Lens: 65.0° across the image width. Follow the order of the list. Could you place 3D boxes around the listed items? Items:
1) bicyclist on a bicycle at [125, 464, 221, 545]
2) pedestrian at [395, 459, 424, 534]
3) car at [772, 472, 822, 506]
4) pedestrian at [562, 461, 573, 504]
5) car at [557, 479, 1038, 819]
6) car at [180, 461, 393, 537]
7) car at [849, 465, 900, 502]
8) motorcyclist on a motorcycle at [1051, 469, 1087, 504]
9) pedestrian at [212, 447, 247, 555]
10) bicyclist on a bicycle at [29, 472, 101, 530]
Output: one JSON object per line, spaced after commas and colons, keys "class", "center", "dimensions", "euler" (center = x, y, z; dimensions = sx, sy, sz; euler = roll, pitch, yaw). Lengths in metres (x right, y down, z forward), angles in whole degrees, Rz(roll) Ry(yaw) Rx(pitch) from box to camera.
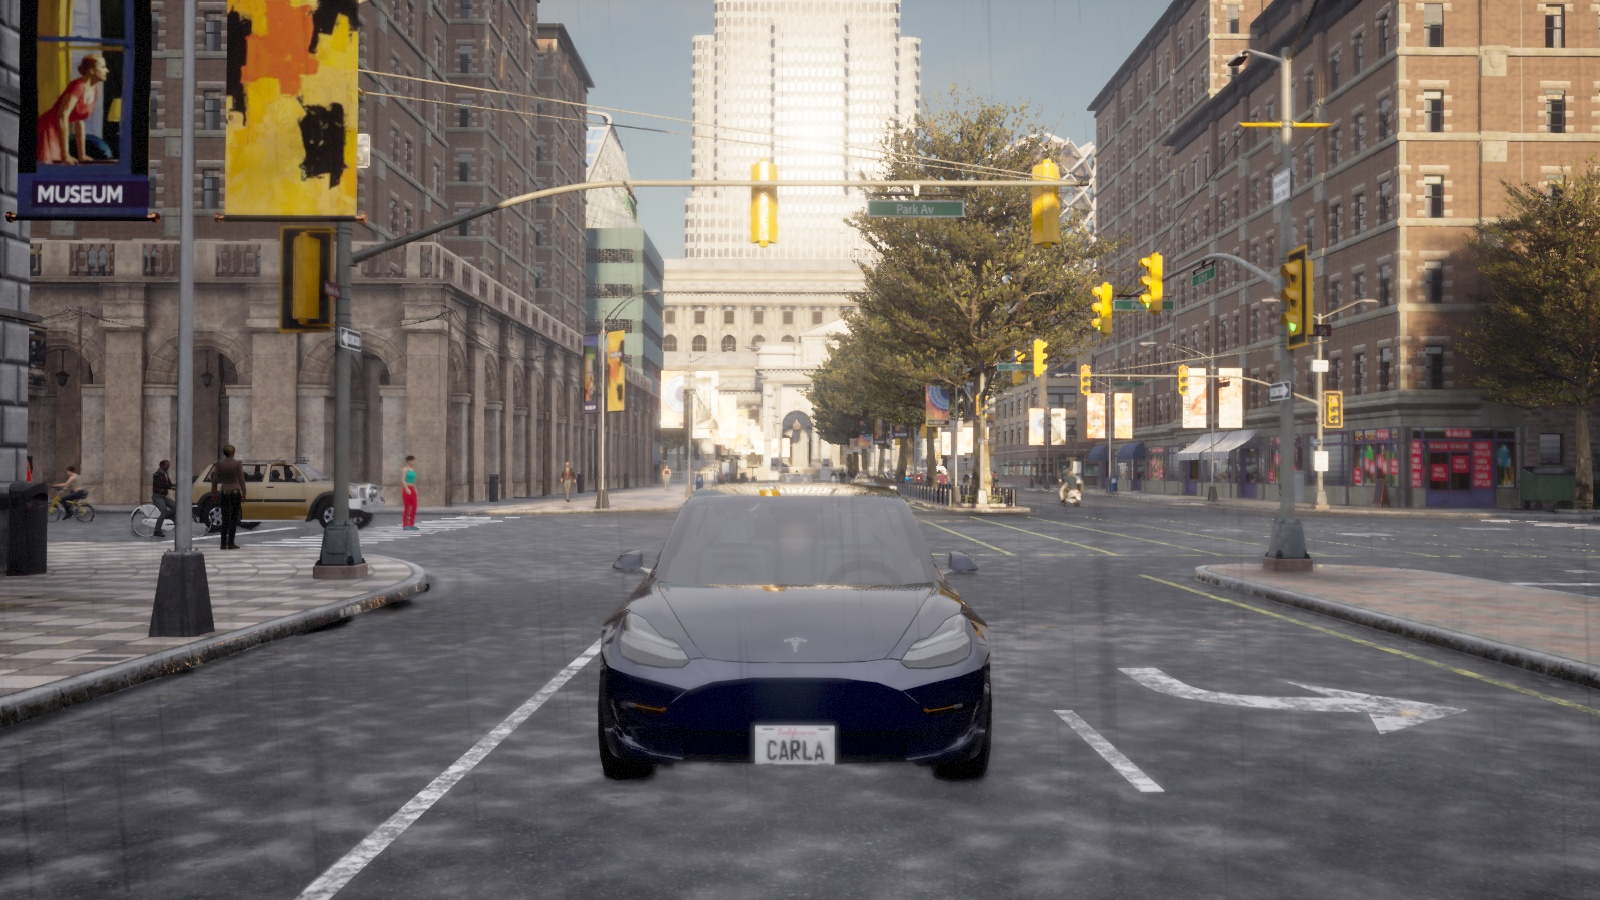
{"class": "bicyclist on a bicycle", "center": [-14.120, 1.216, 28.301], "dimensions": [1.843, 1.776, 0.659], "euler": [0, -1, 0]}
{"class": "pedestrian", "center": [-9.536, 1.130, 30.698], "dimensions": [0.594, 1.836, 0.345], "euler": [-1, -1, 24]}
{"class": "car", "center": [-0.140, 1.785, 57.926], "dimensions": [2.163, 1.488, 4.792], "euler": [0, -1, 0]}
{"class": "pedestrian", "center": [-10.128, 1.428, 54.689], "dimensions": [0.376, 1.854, 0.720], "euler": [0, -1, 0]}
{"class": "car", "center": [-0.020, 0.950, 8.059], "dimensions": [2.163, 1.488, 4.792], "euler": [0, -1, 0]}
{"class": "car", "center": [-12.935, 1.216, 31.817], "dimensions": [4.605, 1.855, 1.932], "euler": [0, -1, 0]}
{"class": "car", "center": [3.435, 1.566, 58.898], "dimensions": [2.152, 1.651, 5.027], "euler": [0, -1, 1]}
{"class": "motorcyclist on a motorcycle", "center": [12.459, 1.692, 58.137], "dimensions": [0.866, 1.590, 1.817], "euler": [0, -1, -16]}
{"class": "pedestrian", "center": [-9.950, 0.878, 21.896], "dimensions": [0.331, 1.846, 0.634], "euler": [0, -1, -2]}
{"class": "bicyclist on a bicycle", "center": [-20.617, 1.424, 35.243], "dimensions": [1.509, 1.612, 0.866], "euler": [0, -1, 0]}
